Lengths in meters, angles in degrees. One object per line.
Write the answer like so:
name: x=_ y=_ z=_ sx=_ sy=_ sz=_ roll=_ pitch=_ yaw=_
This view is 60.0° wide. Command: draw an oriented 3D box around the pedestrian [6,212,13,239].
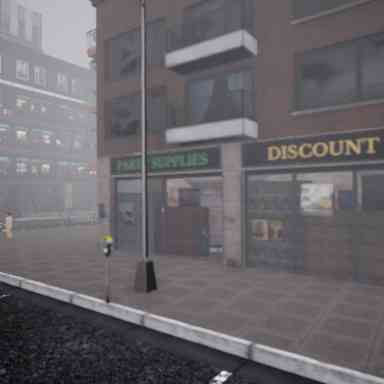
pedestrian: x=-8.604 y=1.545 z=15.700 sx=0.375 sy=1.300 sz=0.375 roll=-1 pitch=-1 yaw=35

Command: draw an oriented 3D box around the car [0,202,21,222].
car: x=-17.401 y=1.749 z=28.521 sx=2.192 sy=1.841 sz=5.009 roll=-2 pitch=-2 yaw=35

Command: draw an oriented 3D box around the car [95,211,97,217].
car: x=-8.588 y=2.188 z=36.568 sx=1.994 sy=1.385 sz=4.181 roll=-1 pitch=-1 yaw=35
